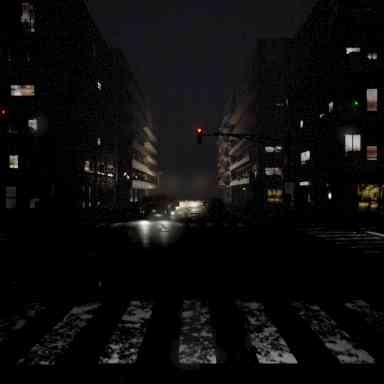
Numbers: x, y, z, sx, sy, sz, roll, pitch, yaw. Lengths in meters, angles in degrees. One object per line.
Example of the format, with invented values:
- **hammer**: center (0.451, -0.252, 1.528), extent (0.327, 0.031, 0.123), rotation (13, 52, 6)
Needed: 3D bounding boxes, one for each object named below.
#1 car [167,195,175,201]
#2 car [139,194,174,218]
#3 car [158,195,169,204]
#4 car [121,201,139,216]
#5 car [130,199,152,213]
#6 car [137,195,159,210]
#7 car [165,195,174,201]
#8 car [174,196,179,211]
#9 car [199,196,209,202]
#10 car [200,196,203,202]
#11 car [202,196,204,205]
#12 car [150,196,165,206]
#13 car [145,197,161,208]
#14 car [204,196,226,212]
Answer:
- **car**: center (-5.621, 1.590, 89.056), extent (2.008, 1.369, 4.403), rotation (0, 0, 0)
- **car**: center (-3.094, 1.226, 30.205), extent (2.150, 2.045, 5.566), rotation (0, 0, 1)
- **car**: center (-5.638, 1.461, 66.327), extent (1.967, 1.590, 4.097), rotation (0, 0, 0)
- **car**: center (-5.665, 1.571, 32.232), extent (1.947, 1.339, 4.313), rotation (0, 0, 0)
- **car**: center (-5.661, 1.532, 37.745), extent (1.752, 1.417, 4.829), rotation (0, 0, 0)
- **car**: center (-5.656, 1.324, 43.597), extent (2.192, 1.841, 5.009), rotation (0, 0, 0)
- **car**: center (-5.625, 1.585, 83.373), extent (2.008, 1.369, 4.403), rotation (0, 0, 0)
- **car**: center (-3.065, 1.359, 40.117), extent (2.097, 1.767, 4.553), rotation (0, 0, 0)
- **car**: center (2.751, 1.580, 77.687), extent (2.008, 1.369, 4.403), rotation (0, 0, 0)
- **car**: center (2.734, 1.596, 54.957), extent (1.802, 1.307, 4.206), rotation (0, 0, 0)
- **car**: center (2.724, 1.449, 43.592), extent (1.967, 1.590, 4.097), rotation (0, 0, 0)
- **car**: center (-5.647, 1.454, 54.962), extent (1.967, 1.590, 4.097), rotation (0, 0, 0)
- **car**: center (-5.652, 1.536, 49.109), extent (1.752, 1.417, 4.829), rotation (0, 0, 0)
- **car**: center (2.720, 1.446, 37.910), extent (1.967, 1.590, 4.097), rotation (0, 0, 0)
